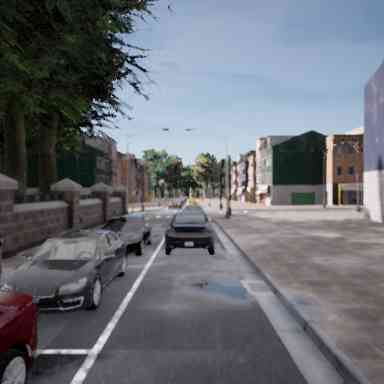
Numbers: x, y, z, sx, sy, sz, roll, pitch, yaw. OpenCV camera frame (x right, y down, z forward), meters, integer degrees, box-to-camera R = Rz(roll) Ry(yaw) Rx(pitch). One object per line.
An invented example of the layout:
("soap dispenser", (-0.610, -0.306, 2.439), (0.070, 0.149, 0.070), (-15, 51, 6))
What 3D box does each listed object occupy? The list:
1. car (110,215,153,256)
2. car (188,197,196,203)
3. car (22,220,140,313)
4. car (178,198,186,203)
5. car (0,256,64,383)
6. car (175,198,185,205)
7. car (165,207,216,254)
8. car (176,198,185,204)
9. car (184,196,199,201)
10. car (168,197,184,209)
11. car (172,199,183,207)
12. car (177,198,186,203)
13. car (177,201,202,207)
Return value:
("car", (-2.643, 1.638, 13.447), (1.947, 1.339, 4.313), (-1, 0, 0))
("car", (0.011, 2.156, 87.349), (2.033, 1.411, 5.357), (0, 0, 0))
("car", (-2.643, 1.591, 7.759), (2.008, 1.369, 4.403), (-1, 0, 0))
("car", (-2.635, 2.203, 89.809), (1.947, 1.339, 4.313), (-1, 0, 0))
("car", (-2.644, 1.556, 2.070), (1.887, 1.381, 4.507), (0, 0, 0))
("car", (-2.638, 2.046, 73.505), (1.887, 1.381, 4.507), (-1, 0, 0))
("car", (-0.055, 1.577, 13.836), (1.837, 1.490, 4.892), (0, -1, 1))
("car", (-2.637, 2.097, 78.939), (2.008, 1.369, 4.403), (-1, 0, 0))
("car", (0.108, 1.847, 56.946), (1.882, 1.535, 5.008), (0, 0, 0))
("car", (-2.641, 1.771, 51.768), (1.967, 1.590, 4.097), (-1, 0, 0))
("car", (-2.638, 1.980, 62.635), (1.947, 1.339, 4.313), (-1, 0, 0))
("car", (-2.636, 2.136, 84.374), (1.887, 1.381, 4.507), (-1, 0, 0))
("car", (0.103, 1.698, 26.185), (2.033, 1.411, 5.357), (0, 0, 0))
